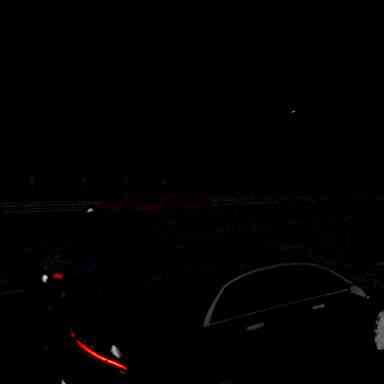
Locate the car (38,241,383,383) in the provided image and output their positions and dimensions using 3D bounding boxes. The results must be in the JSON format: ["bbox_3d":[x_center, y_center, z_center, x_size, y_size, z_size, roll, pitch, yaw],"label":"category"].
[{"bbox_3d":[0.853,1.484,4.357,4.892,1.490,1.837,0,0,-36],"label":"car"}]

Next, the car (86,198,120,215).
[{"bbox_3d":[-3.919,1.161,22.698,5.566,2.045,2.150,0,0,-36],"label":"car"}]

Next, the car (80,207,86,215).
[{"bbox_3d":[-6.153,1.293,25.404,4.553,1.767,2.097,0,0,-36],"label":"car"}]

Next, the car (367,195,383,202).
[{"bbox_3d":[28.228,1.192,49.902,4.902,1.511,2.128,0,0,-35],"label":"car"}]

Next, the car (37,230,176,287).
[{"bbox_3d":[-1.074,1.543,7.282,4.181,1.385,1.994,0,0,-36],"label":"car"}]

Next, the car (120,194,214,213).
[{"bbox_3d":[-1.175,1.156,20.358,5.566,2.045,2.150,0,0,-36],"label":"car"}]
